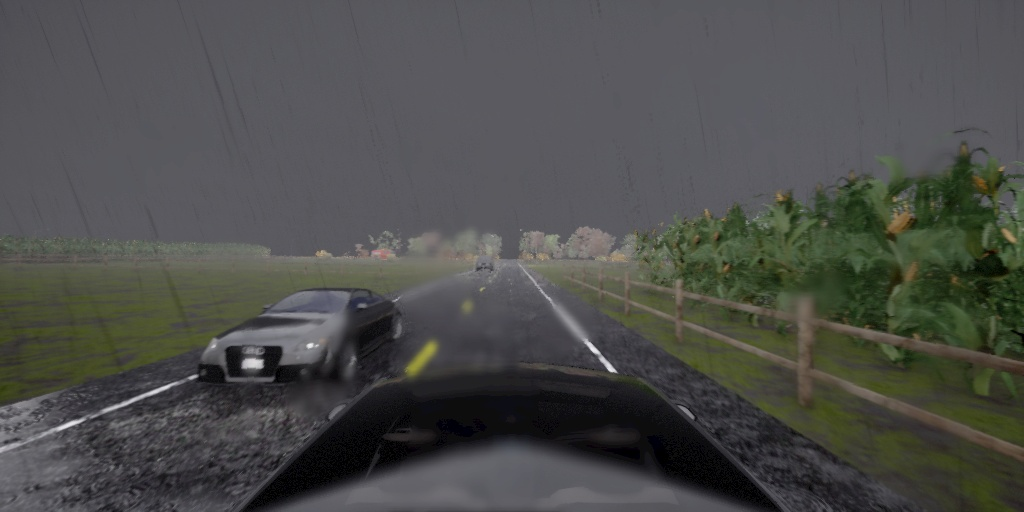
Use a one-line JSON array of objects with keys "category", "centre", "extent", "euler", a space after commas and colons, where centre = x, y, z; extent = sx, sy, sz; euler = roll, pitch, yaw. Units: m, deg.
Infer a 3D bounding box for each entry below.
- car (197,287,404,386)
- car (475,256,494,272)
[{"category": "car", "centre": [-3.599, 1.316, 6.977], "extent": [1.994, 1.385, 4.181], "euler": [0, 0, 0]}, {"category": "car", "centre": [-3.580, 0.990, 47.905], "extent": [2.150, 2.045, 5.566], "euler": [0, 0, 0]}]
